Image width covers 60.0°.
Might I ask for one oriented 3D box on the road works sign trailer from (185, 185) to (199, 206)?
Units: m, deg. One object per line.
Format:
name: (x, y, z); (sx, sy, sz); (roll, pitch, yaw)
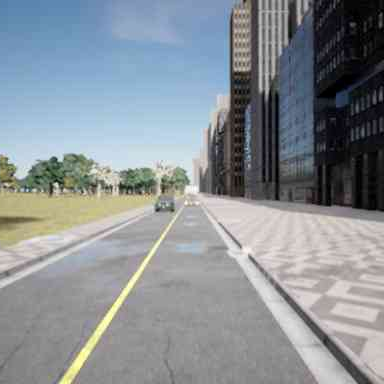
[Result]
road works sign trailer: (-0.022, 0.616, 58.281); (2.380, 3.560, 2.880); (0, 0, 0)

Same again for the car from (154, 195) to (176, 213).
car: (-3.102, 1.326, 39.252); (2.150, 2.045, 5.566); (0, 0, 0)
